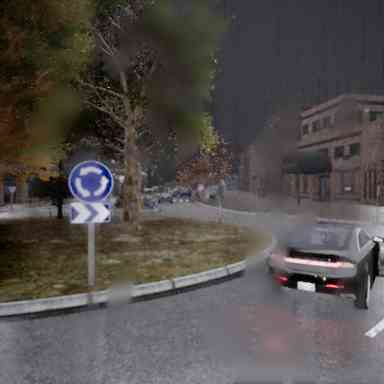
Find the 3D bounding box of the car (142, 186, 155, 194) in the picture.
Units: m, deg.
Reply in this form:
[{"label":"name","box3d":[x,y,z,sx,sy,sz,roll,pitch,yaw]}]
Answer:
[{"label":"car","box3d":[-12.203,-0.179,90.442,2.097,1.535,5.008,0,2,6]}]

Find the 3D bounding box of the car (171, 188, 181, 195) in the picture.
[{"label":"car","box3d":[-3.942,-0.086,82.978,1.837,1.490,4.892,0,2,4]}]

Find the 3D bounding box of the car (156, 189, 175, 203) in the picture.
[{"label":"car","box3d":[-4.166,0.791,51.795,2.097,1.767,4.553,0,1,-4]}]

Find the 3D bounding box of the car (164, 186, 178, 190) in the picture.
[{"label":"car","box3d":[-4.385,0.233,73.098,2.097,1.767,4.553,0,2,2]}]

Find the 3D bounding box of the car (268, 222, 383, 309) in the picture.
[{"label":"car","box3d":[3.362,1.473,7.992,2.128,1.511,4.902,0,0,33]}]

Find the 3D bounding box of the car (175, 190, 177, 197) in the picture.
[{"label":"car","box3d":[-4.518,0.715,63.162,1.994,1.385,4.181,0,2,1]}]

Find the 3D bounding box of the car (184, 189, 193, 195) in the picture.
[{"label":"car","box3d":[-0.918,-0.073,83.212,1.837,1.490,4.892,0,2,4]}]

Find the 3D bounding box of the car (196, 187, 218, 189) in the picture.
[{"label":"car","box3d":[3.282,0.442,66.116,4.553,1.767,2.185,0,2,1]}]

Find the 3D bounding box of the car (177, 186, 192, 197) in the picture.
[{"label":"car","box3d":[-1.388,0.106,72.888,2.150,2.045,5.566,0,2,2]}]

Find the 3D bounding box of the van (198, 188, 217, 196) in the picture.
[{"label":"van","box3d":[3.792,-0.052,79.653,4.442,1.987,1.878,0,2,3]}]

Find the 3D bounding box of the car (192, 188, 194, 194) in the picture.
[{"label":"car","box3d":[3.399,0.164,71.611,5.566,2.045,2.435,0,2,2]}]

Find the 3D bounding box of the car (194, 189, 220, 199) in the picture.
[{"label":"car","box3d":[3.182,0.643,63.367,4.892,1.521,2.231,0,2,1]}]

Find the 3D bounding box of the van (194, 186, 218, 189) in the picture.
[{"label":"van","box3d":[3.197,0.265,68.871,4.442,1.987,1.878,0,2,1]}]
